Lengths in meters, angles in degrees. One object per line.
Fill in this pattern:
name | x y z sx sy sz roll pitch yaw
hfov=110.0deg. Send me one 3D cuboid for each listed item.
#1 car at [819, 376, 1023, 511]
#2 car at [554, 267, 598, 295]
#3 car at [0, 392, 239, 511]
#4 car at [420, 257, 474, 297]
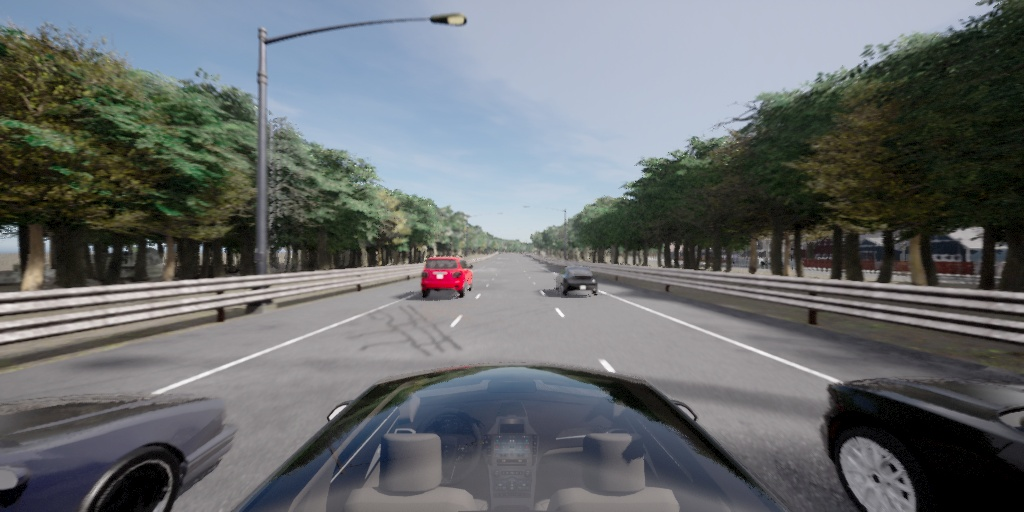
car | 3.601 1.223 1.040 1.882 1.535 5.008 0 0 0
car | 3.594 1.357 20.589 1.837 1.490 4.892 0 0 0
car | -3.399 1.290 0.739 2.033 1.411 5.357 0 0 0
car | -3.407 1.069 19.638 2.150 2.045 5.566 0 0 0
